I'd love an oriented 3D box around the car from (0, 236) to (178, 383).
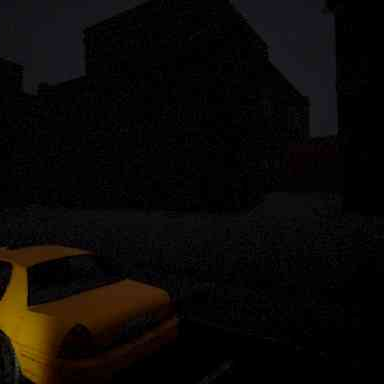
[{"bbox_3d":[-2.718,1.476,5.210,5.366,1.575,1.946,0,0,35],"label":"car"}]
